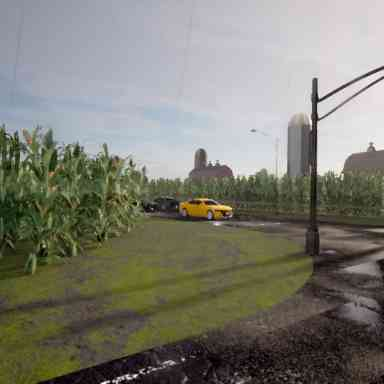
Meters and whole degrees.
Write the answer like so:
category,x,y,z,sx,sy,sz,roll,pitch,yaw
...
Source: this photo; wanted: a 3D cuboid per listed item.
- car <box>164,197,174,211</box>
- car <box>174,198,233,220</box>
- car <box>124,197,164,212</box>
category,x,y,z,sx,sy,sz,roll,pitch,yaw
car,-3.229,1.292,37.487,1.837,1.490,4.892,1,0,-38
car,1.023,1.279,26.021,1.882,1.535,5.008,2,0,-38
car,-5.171,1.322,33.950,1.895,1.301,4.718,2,0,-38
